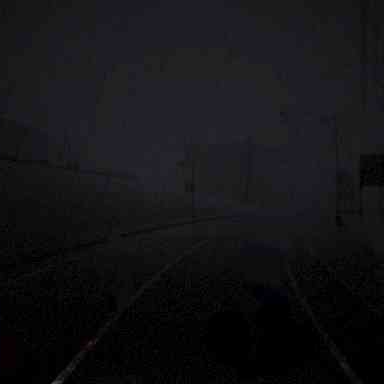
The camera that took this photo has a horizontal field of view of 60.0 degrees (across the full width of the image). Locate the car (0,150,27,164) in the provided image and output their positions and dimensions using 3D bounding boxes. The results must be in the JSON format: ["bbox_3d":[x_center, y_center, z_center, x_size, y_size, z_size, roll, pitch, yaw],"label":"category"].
[{"bbox_3d":[-19.370,-3.389,32.979,2.185,1.767,4.553,-1,-3,21],"label":"car"}]

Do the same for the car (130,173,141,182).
[{"bbox_3d":[-11.093,-2.196,59.601,2.435,2.045,5.566,0,-3,15],"label":"car"}]

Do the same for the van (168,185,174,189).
[{"bbox_3d":[-6.506,-0.759,81.335,1.878,1.987,4.442,0,-4,10],"label":"van"}]

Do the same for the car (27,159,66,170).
[{"bbox_3d":[-17.450,-2.979,38.363,2.163,1.488,4.792,-1,-3,20],"label":"car"}]

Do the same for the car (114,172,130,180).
[{"bbox_3d":[-12.539,-2.367,54.182,2.185,1.767,4.553,0,-3,16],"label":"car"}]

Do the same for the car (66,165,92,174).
[{"bbox_3d":[-15.699,-2.722,43.591,2.002,1.452,4.674,-1,-3,18],"label":"car"}]

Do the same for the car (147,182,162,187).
[{"bbox_3d":[-8.622,-1.251,70.330,2.002,1.452,4.674,0,-4,12],"label":"car"}]

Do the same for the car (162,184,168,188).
[{"bbox_3d":[-7.536,-0.888,75.753,2.002,1.452,4.674,0,-4,11],"label":"car"}]

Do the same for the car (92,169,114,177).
[{"bbox_3d":[-14.090,-2.516,48.764,2.231,1.521,4.892,-1,-3,17],"label":"car"}]
